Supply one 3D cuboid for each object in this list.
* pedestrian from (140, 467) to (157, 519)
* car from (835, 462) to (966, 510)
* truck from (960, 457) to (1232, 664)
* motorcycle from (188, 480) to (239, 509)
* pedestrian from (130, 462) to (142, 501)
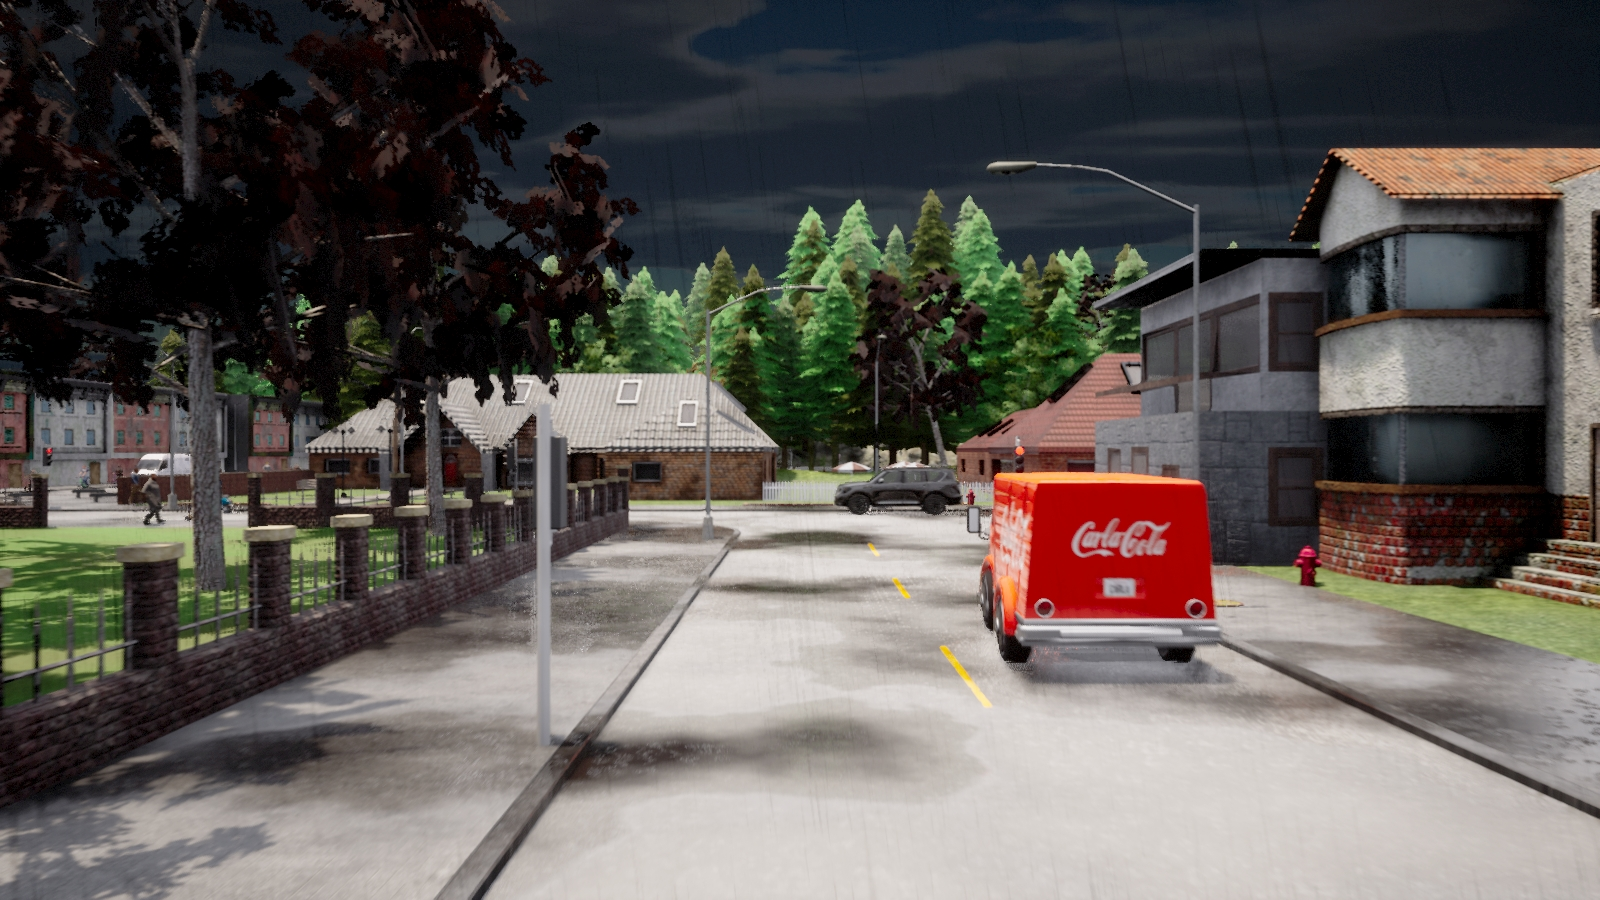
[{"bbox_3d":[-23.240,1.528,40.742,0.375,1.860,0.375,0,0,2],"label":"pedestrian"},{"bbox_3d":[4.349,1.564,50.066,5.566,2.045,2.150,0,0,0],"label":"car"},{"bbox_3d":[3.929,1.347,16.367,2.627,2.467,5.204,0,0,1],"label":"truck"},{"bbox_3d":[-25.718,1.965,50.097,1.805,1.236,0.856,0,0,0],"label":"motorcycle"},{"bbox_3d":[-32.200,1.521,55.400,0.375,1.860,0.375,0,0,0],"label":"pedestrian"}]
